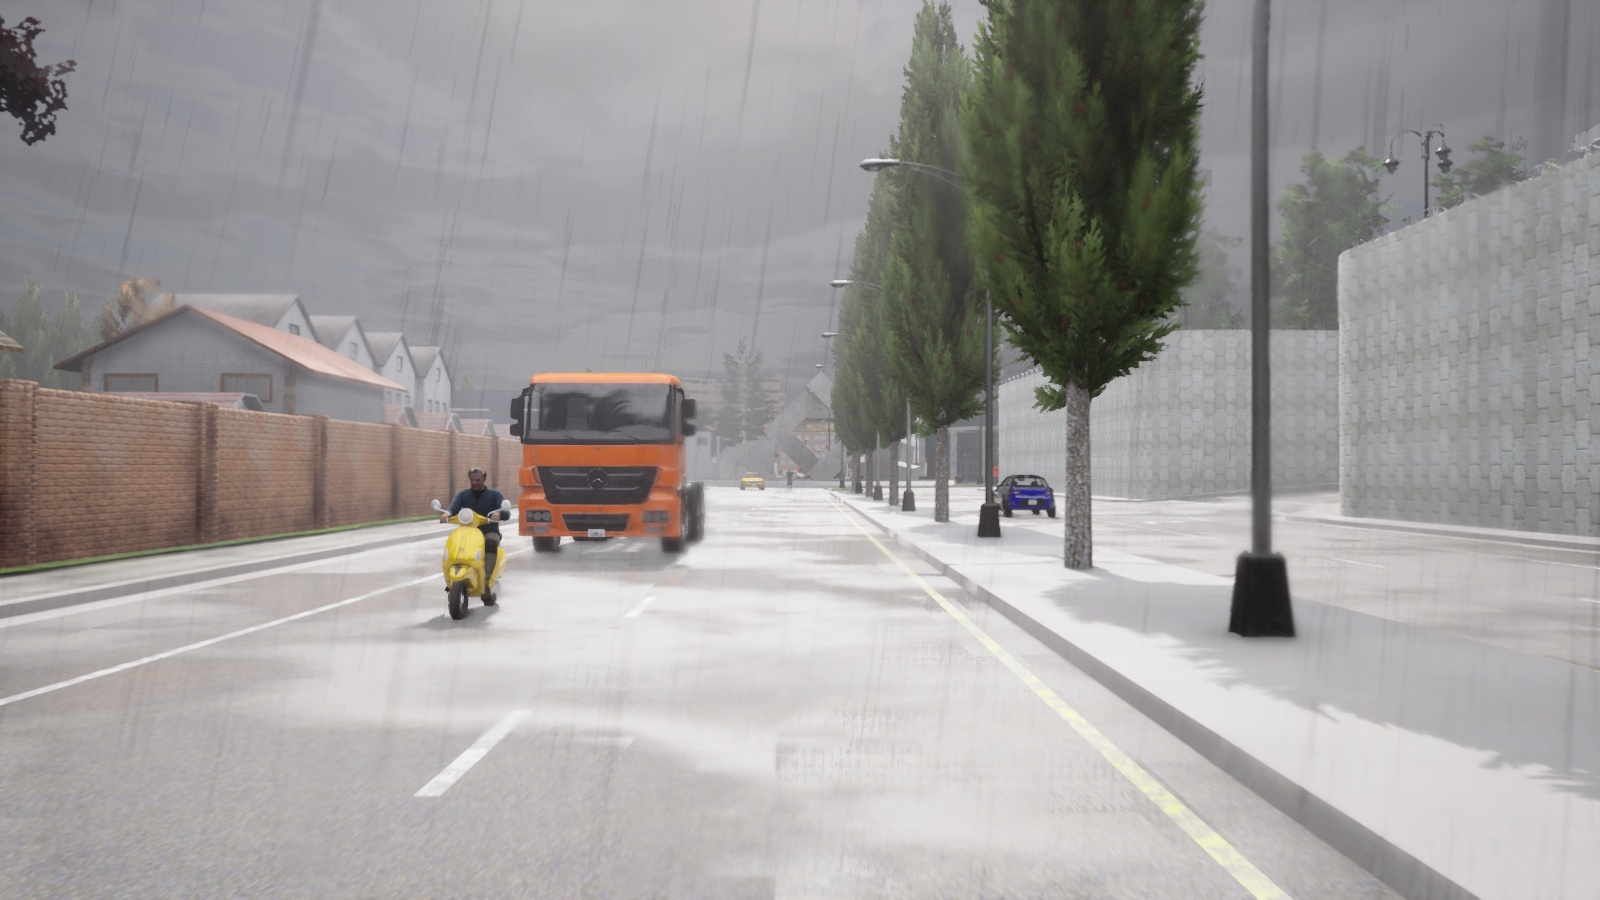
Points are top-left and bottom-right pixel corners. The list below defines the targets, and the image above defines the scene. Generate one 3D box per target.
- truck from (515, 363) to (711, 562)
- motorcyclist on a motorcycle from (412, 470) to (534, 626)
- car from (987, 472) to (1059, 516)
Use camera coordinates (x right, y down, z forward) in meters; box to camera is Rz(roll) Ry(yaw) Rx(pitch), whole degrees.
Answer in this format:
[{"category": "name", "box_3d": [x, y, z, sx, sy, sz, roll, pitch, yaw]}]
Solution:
[{"category": "truck", "box_3d": [-3.567, 0.282, 25.980, 2.891, 3.462, 7.936, 0, -1, 0]}, {"category": "motorcyclist on a motorcycle", "box_3d": [-3.534, 1.012, 13.731, 0.866, 1.590, 1.817, 0, -1, 0]}, {"category": "car", "box_3d": [7.892, 1.546, 44.772, 1.816, 1.474, 4.193, 0, -1, 0]}]
